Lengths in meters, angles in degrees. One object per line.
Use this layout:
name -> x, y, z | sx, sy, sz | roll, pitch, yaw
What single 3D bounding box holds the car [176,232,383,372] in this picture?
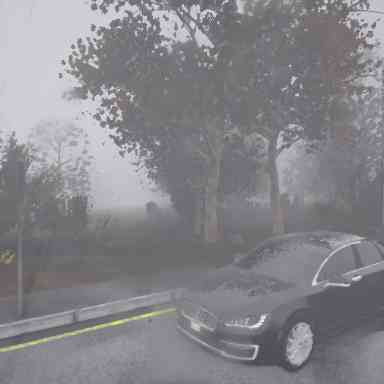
car -> 2.021, 1.507, 5.743 | 4.892, 1.490, 1.837 | 0, 0, -36
